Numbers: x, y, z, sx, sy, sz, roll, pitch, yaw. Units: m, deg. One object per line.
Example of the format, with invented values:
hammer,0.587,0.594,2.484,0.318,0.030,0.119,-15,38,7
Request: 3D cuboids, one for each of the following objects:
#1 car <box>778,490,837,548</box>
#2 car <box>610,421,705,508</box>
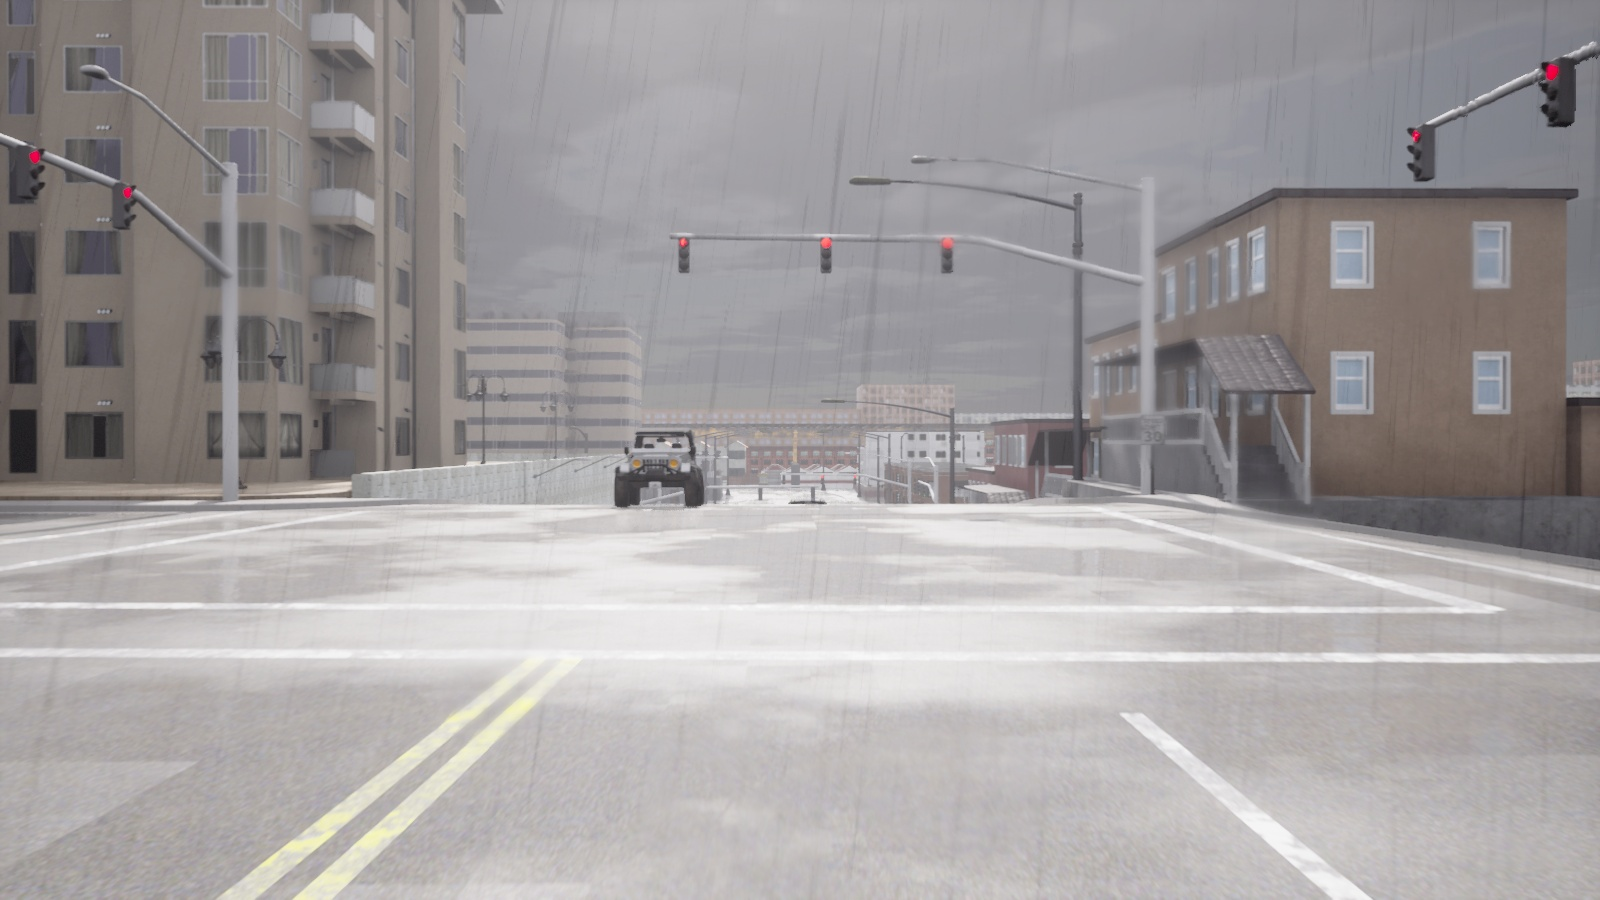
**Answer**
car,0.292,2.704,48.519,2.128,1.511,4.902,0,-12,0
car,-3.247,0.360,29.279,1.905,1.878,3.866,0,-1,-2
